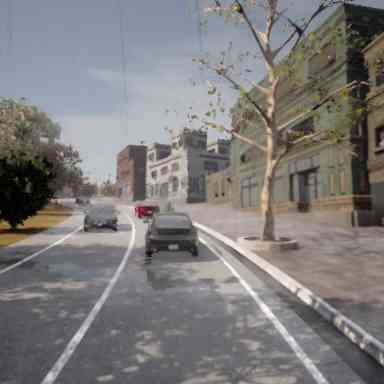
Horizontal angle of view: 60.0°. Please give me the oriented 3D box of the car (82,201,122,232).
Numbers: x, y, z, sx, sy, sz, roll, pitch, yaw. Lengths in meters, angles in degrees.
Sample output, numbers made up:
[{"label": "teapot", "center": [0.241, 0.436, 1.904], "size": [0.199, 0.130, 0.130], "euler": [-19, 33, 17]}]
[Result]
[{"label": "car", "center": [-5.381, 1.504, 20.200], "size": [1.837, 1.490, 4.892], "euler": [1, 0, -10]}]

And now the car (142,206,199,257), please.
[{"label": "car", "center": [-0.853, 1.529, 13.153], "size": [1.837, 1.490, 4.892], "euler": [1, 0, -6]}]

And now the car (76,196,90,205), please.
[{"label": "car", "center": [-19.054, 1.428, 58.072], "size": [2.128, 1.511, 4.902], "euler": [3, -1, -28]}]

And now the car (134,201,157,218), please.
[{"label": "car", "center": [-4.208, 1.559, 30.630], "size": [1.882, 1.535, 5.008], "euler": [1, -1, -15]}]
